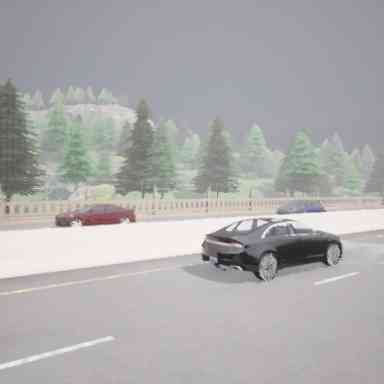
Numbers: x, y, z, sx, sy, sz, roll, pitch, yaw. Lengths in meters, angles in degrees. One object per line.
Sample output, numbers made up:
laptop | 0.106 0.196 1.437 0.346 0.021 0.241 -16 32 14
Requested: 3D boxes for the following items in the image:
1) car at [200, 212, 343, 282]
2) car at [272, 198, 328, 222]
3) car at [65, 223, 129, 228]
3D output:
car | 2.520 1.507 9.842 4.902 1.511 2.128 0 0 -35
car | 9.032 1.399 27.617 4.553 1.767 2.097 0 0 -35
car | -6.024 1.492 21.189 5.008 1.535 1.882 0 0 -35
